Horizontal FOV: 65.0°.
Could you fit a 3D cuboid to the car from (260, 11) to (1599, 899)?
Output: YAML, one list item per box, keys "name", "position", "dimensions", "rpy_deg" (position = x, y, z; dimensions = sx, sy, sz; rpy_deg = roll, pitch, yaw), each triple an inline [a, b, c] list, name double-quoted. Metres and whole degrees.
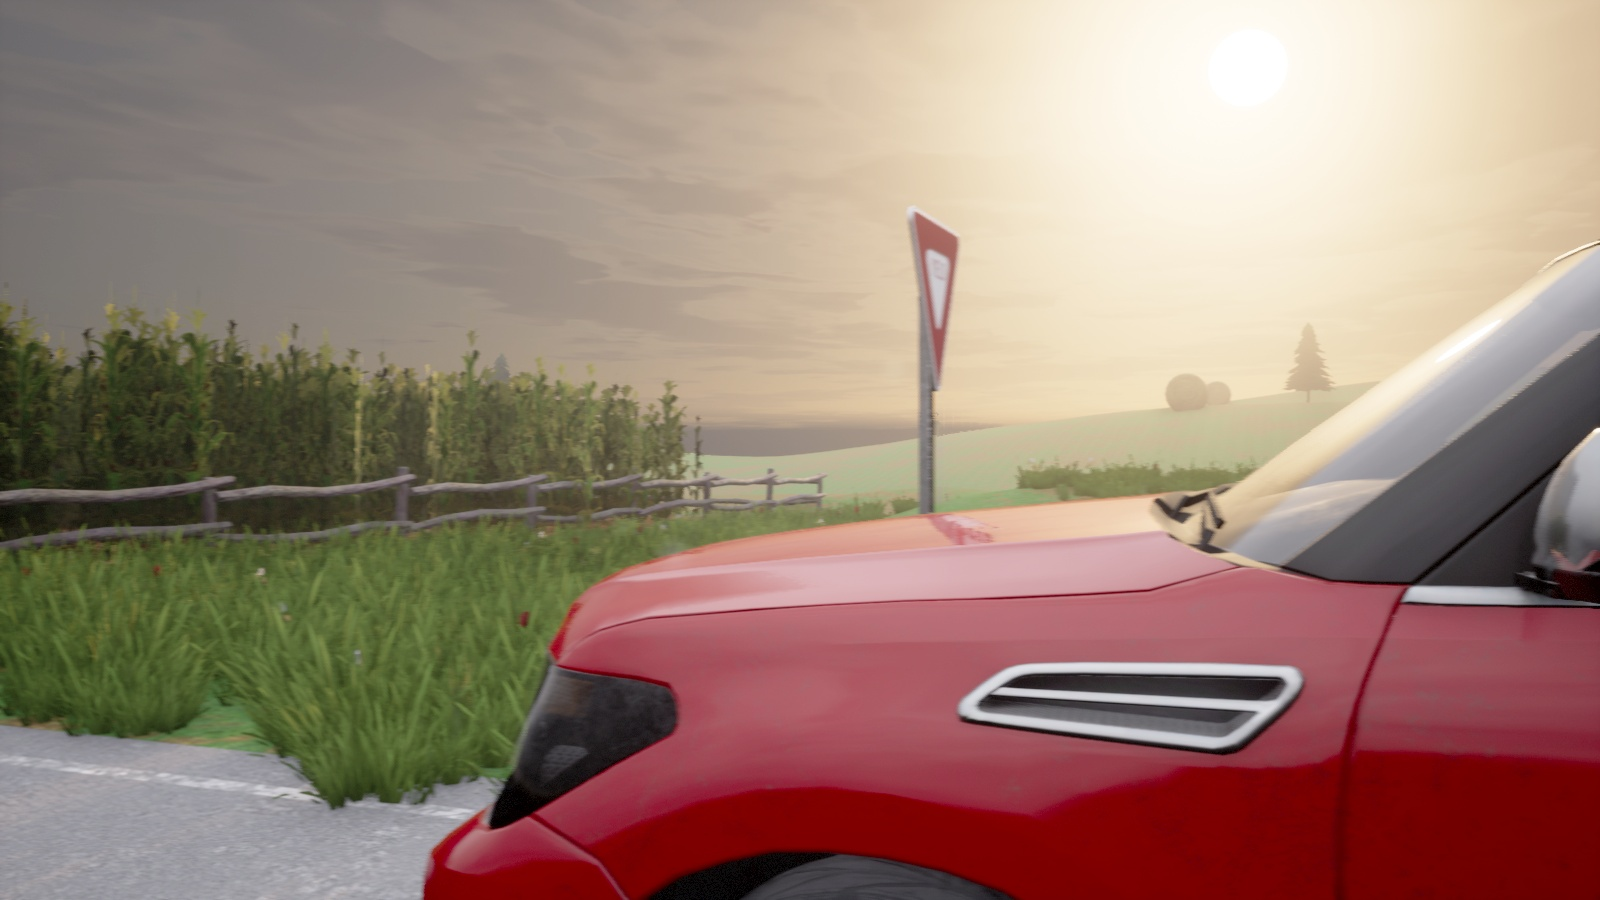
- name: "car"
  position: [2.078, 0.515, 2.146]
  dimensions: [5.566, 2.045, 2.150]
  rpy_deg: [0, 1, 21]
